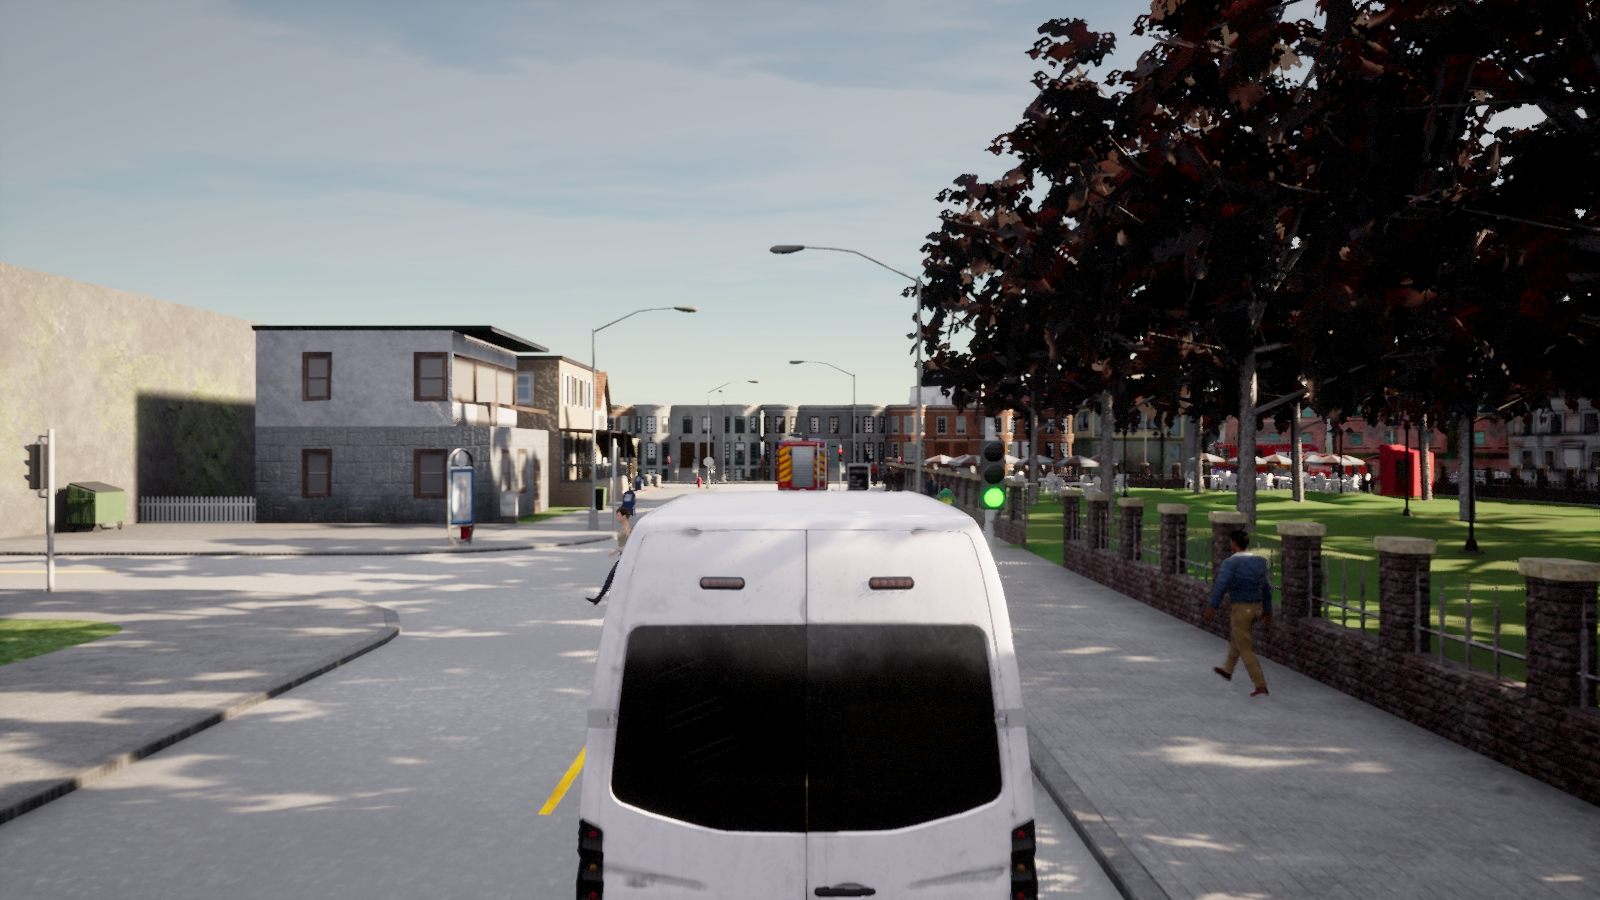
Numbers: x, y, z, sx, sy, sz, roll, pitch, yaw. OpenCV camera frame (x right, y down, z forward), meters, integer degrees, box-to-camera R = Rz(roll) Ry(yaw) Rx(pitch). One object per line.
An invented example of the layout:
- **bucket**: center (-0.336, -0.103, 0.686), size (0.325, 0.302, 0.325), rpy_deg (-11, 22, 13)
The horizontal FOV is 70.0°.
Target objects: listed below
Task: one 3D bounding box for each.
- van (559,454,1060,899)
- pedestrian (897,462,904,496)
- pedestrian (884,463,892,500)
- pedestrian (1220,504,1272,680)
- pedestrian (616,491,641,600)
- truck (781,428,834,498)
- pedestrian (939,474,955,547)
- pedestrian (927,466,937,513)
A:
- **van**: center (0.038, 1.321, 7.500), size (1.988, 2.561, 5.915), rpy_deg (0, 0, 0)
- **pedestrian**: center (5.519, 1.570, 62.895), size (0.375, 1.860, 0.375), rpy_deg (0, 0, 0)
- **pedestrian**: center (4.438, 1.566, 57.673), size (0.375, 1.860, 0.375), rpy_deg (0, 0, 1)
- **pedestrian**: center (4.878, 1.536, 12.501), size (0.375, 1.860, 0.375), rpy_deg (0, 0, -15)
- **pedestrian**: center (-2.969, 1.643, 19.770), size (0.375, 1.860, 0.375), rpy_deg (0, 0, -1)
- **truck**: center (0.422, 0.718, 67.399), size (2.891, 3.827, 8.468), rpy_deg (0, 0, 0)
- **pedestrian**: center (3.764, 1.547, 29.273), size (0.375, 1.860, 0.375), rpy_deg (0, 0, 3)
- **pedestrian**: center (5.196, 1.557, 45.087), size (0.375, 1.860, 0.375), rpy_deg (0, 0, 4)
